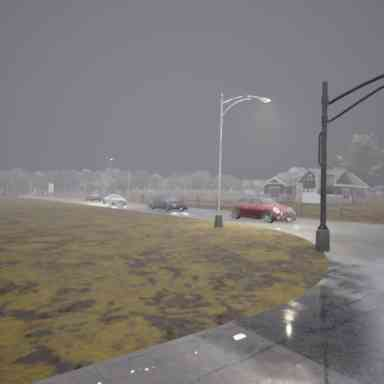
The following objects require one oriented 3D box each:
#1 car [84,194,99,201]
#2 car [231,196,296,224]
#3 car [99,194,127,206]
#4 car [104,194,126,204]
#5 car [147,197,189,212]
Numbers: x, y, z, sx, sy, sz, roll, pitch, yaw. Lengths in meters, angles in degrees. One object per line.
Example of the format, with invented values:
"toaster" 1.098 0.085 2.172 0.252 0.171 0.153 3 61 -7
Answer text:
"car" -18.165 1.005 61.169 2.033 1.411 5.357 2 -1 -35
"car" 4.816 1.128 22.682 2.097 1.767 4.553 2 0 -35
"car" -10.187 1.021 43.777 1.812 1.442 4.674 2 -1 -35
"car" -12.365 1.086 53.019 1.994 1.385 4.181 2 -1 -35
"car" -2.519 1.175 32.978 2.033 1.411 5.357 2 0 -36
